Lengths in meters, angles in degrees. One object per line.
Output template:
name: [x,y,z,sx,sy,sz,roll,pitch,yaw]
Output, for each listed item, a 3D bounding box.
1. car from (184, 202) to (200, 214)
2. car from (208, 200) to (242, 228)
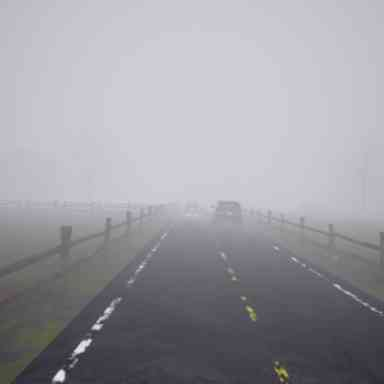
car: [-0.009,2.038,44.108,2.128,1.511,4.902,3,-1,0]
car: [2.756,1.691,27.099,2.150,2.045,5.566,3,0,0]
